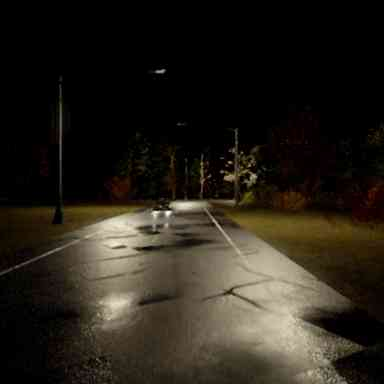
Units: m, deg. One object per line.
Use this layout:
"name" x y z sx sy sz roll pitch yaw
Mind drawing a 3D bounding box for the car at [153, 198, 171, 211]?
"car" -3.592 1.483 40.810 1.837 1.490 4.892 0 0 0
